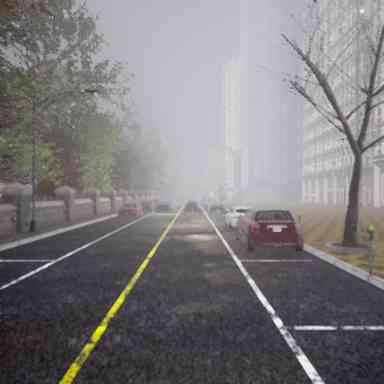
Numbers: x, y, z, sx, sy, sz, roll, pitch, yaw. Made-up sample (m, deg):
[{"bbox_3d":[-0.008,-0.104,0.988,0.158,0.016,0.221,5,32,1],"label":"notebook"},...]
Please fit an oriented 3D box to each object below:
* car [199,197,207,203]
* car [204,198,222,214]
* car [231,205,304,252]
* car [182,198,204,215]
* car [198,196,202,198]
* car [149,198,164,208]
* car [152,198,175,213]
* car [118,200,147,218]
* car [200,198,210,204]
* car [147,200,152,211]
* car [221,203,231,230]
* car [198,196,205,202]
[{"bbox_3d":[2.701,1.918,81.732,1.802,1.307,4.206,0,0,0],"label":"car"},{"bbox_3d":[2.695,1.683,36.675,2.008,1.369,4.403,0,0,0],"label":"car"},{"bbox_3d":[3.114,1.401,14.266,2.097,1.767,4.553,0,0,0],"label":"car"},{"bbox_3d":[0.056,1.654,35.496,1.812,1.442,4.674,0,-1,1],"label":"car"},{"bbox_3d":[0.068,1.729,48.786,2.033,1.411,5.357,0,0,0],"label":"car"},{"bbox_3d":[-5.684,1.747,53.572,1.887,1.381,4.507,0,0,0],"label":"car"},{"bbox_3d":[-3.086,1.702,38.232,1.994,1.385,4.181,0,0,0],"label":"car"},{"bbox_3d":[-5.687,1.656,31.044,1.887,1.381,4.507,0,0,0],"label":"car"},{"bbox_3d":[2.699,1.862,70.468,1.802,1.307,4.206,0,0,0],"label":"car"},{"bbox_3d":[-5.685,1.699,42.308,1.887,1.381,4.507,0,0,0],"label":"car"},{"bbox_3d":[3.151,1.600,21.296,1.812,1.442,4.674,0,0,0],"label":"car"},{"bbox_3d":[2.702,1.832,92.998,1.967,1.590,4.097,0,0,0],"label":"car"}]
